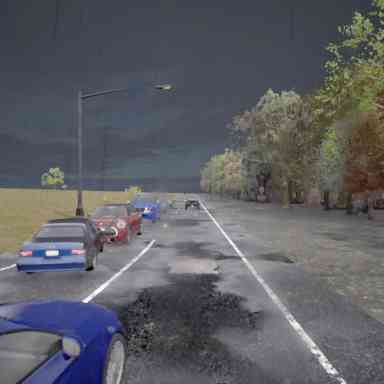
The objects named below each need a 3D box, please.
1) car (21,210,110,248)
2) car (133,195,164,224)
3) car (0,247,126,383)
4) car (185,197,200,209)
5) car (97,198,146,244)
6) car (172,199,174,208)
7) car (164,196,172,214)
[{"bbox_3d":[-3.909,1.549,10.652,2.033,1.411,5.357,0,0,-11],"label":"car"},{"bbox_3d":[-3.612,1.223,25.268,2.150,2.045,5.566,0,0,-1],"label":"car"},{"bbox_3d":[-1.881,1.526,2.156,1.812,1.442,4.674,0,0,6],"label":"car"},{"bbox_3d":[0.045,1.500,44.306,1.837,1.490,4.892,0,0,0],"label":"car"},{"bbox_3d":[-3.680,1.354,15.611,2.097,1.767,4.553,0,0,1],"label":"car"},{"bbox_3d":[-3.607,1.347,45.280,2.097,1.767,4.553,0,0,0],"label":"car"},{"bbox_3d":[-3.605,1.351,35.273,2.097,1.767,4.553,0,0,0],"label":"car"}]
